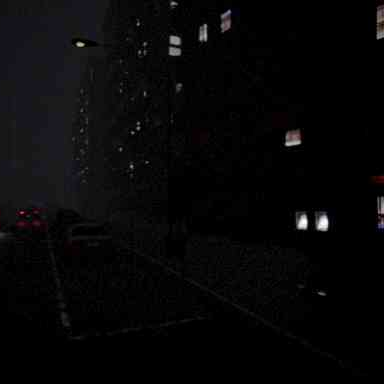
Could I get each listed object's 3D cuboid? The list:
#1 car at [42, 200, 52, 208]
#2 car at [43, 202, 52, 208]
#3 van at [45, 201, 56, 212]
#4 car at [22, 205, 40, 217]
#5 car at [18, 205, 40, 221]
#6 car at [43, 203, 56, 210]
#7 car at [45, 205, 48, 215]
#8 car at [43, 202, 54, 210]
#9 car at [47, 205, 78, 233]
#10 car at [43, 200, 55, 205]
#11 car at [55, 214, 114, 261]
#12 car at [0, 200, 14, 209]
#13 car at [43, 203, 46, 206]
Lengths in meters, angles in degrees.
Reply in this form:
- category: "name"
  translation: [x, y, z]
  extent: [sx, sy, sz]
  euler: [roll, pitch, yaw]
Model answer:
- category: "car"
  translation: [-36.451, 2.966, 83.751]
  extent: [2.192, 1.841, 5.009]
  euler: [2, -2, -24]
- category: "car"
  translation: [-34.154, 3.099, 78.707]
  extent: [1.887, 1.381, 4.507]
  euler: [2, -2, -24]
- category: "van"
  translation: [-24.945, 2.505, 58.554]
  extent: [1.690, 1.788, 3.998]
  euler: [2, -2, -24]
- category: "car"
  translation: [-21.602, 2.444, 44.767]
  extent: [2.033, 1.411, 5.357]
  euler: [0, -1, -24]
- category: "car"
  translation: [-17.286, 2.239, 35.402]
  extent: [1.812, 1.442, 4.674]
  euler: [1, -1, -24]
- category: "car"
  translation: [-15.743, 2.338, 38.392]
  extent: [1.947, 1.339, 4.313]
  euler: [2, -2, -24]
- category: "car"
  translation: [-13.442, 2.254, 33.352]
  extent: [1.802, 1.307, 4.206]
  euler: [2, -2, -24]
- category: "car"
  translation: [-29.549, 2.800, 68.631]
  extent: [1.967, 1.590, 4.097]
  euler: [2, -2, -24]
- category: "car"
  translation: [-8.837, 1.913, 23.278]
  extent: [1.967, 1.590, 4.097]
  euler: [2, -2, -24]
- category: "car"
  translation: [-22.645, 2.506, 53.513]
  extent: [1.967, 1.590, 4.097]
  euler: [2, -2, -24]
- category: "car"
  translation: [-4.307, 1.799, 13.352]
  extent: [1.752, 1.417, 4.829]
  euler: [2, -2, -24]
- category: "car"
  translation: [-39.454, 2.940, 70.139]
  extent: [2.008, 1.369, 4.403]
  euler: [2, -2, -24]
- category: "car"
  translation: [-18.044, 2.436, 43.430]
  extent: [1.947, 1.339, 4.313]
  euler: [2, -2, -24]
